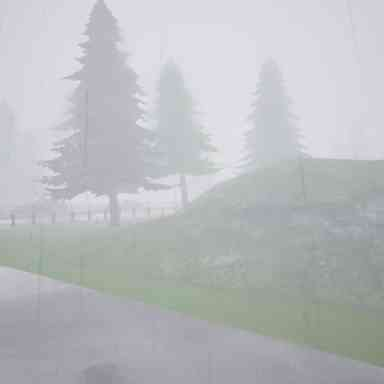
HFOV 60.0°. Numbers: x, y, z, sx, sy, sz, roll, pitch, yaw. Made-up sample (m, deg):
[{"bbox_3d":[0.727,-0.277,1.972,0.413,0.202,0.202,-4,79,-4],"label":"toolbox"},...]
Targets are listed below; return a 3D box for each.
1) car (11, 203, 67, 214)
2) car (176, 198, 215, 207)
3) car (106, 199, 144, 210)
[{"bbox_3d":[-14.150,1.386,31.004,2.128,1.511,4.902,0,0,44],"label":"car"},{"bbox_3d":[0.541,1.462,43.613,5.357,1.411,2.033,0,0,-35],"label":"car"},{"bbox_3d":[-7.517,1.466,37.335,4.181,1.385,1.994,0,0,-40],"label":"car"}]
